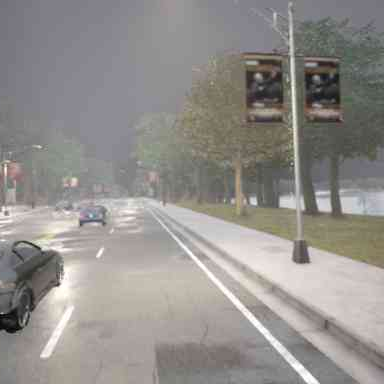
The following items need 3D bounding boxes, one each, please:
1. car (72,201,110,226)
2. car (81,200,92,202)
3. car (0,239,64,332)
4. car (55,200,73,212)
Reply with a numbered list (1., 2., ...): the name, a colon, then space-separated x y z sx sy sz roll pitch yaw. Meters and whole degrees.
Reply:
1. car: -7.219 1.682 24.806 2.033 1.411 5.357 -2 0 -10
2. car: -14.268 1.789 45.139 1.812 1.442 4.674 -2 0 -10
3. car: -4.011 1.671 6.845 1.994 1.385 4.181 -2 0 -10
4. car: -17.806 1.891 46.585 1.812 1.442 4.674 -2 0 -10
